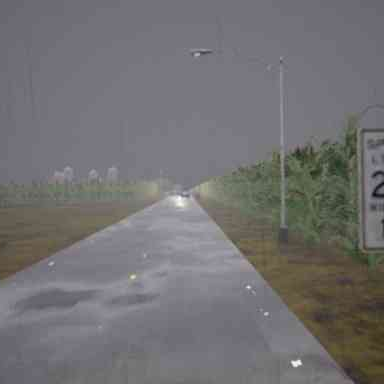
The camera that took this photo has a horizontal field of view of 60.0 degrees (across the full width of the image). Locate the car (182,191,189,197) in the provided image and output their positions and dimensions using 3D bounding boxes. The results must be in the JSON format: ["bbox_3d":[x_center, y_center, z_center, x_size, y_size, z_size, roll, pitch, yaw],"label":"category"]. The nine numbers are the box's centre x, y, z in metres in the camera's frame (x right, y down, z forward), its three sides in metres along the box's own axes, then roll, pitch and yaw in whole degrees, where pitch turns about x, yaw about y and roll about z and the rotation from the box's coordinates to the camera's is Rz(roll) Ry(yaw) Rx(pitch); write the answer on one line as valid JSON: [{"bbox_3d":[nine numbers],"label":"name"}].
[{"bbox_3d":[-1.646,0.569,82.740,1.812,1.442,4.674,-1,0,-1],"label":"car"}]

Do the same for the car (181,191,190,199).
[{"bbox_3d":[-1.435,0.701,72.319,1.882,1.535,5.008,-1,0,-1],"label":"car"}]
